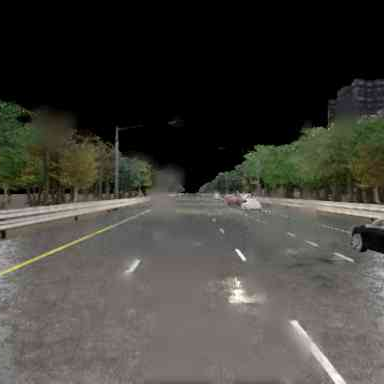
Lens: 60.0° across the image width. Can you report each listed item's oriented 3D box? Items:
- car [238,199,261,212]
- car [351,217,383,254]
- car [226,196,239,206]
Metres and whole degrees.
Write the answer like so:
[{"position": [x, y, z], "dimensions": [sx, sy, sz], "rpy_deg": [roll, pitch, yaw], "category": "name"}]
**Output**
[{"position": [7.030, 1.564, 39.555], "dimensions": [1.812, 1.442, 4.674], "rpy_deg": [0, 0, 0], "category": "car"}, {"position": [6.998, 1.494, 10.816], "dimensions": [2.128, 1.511, 4.902], "rpy_deg": [0, 0, 0], "category": "car"}, {"position": [7.090, 1.402, 57.242], "dimensions": [2.097, 1.767, 4.553], "rpy_deg": [0, 0, 0], "category": "car"}]
